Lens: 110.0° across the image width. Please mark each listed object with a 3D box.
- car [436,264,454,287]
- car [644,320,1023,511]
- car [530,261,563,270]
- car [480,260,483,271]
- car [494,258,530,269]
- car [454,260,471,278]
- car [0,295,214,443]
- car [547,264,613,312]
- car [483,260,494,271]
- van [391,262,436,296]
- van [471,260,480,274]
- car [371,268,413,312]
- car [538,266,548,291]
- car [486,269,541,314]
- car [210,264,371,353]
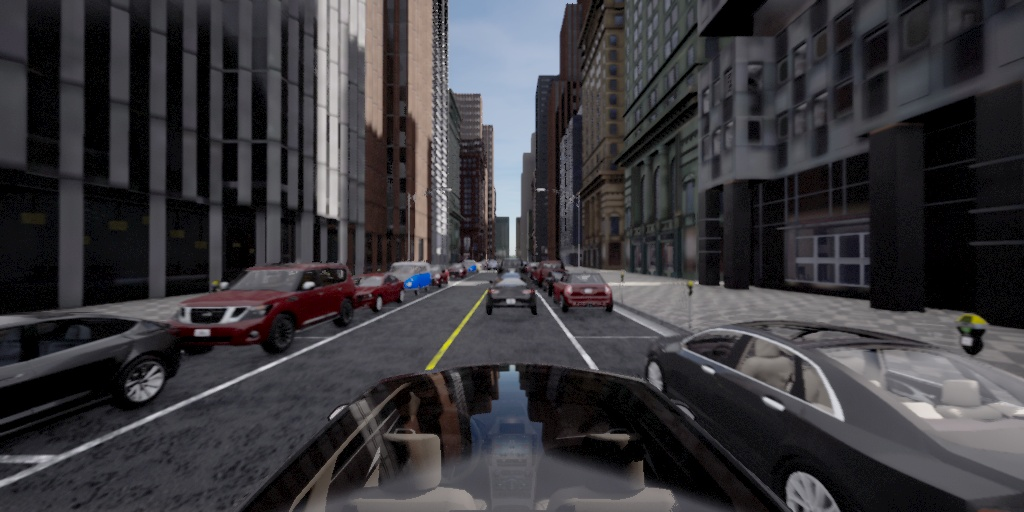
[{"bbox_3d":[-5.770,1.394,26.099,1.967,1.591,4.097,0,0,0],"label":"car"},{"bbox_3d":[2.762,1.316,3.566,2.007,1.370,4.403,0,0,0],"label":"car"},{"bbox_3d":[2.755,1.269,26.111,2.192,1.841,5.009,0,0,0],"label":"car"},{"bbox_3d":[-5.779,1.717,54.111,1.751,1.417,4.829,0,0,0],"label":"car"},{"bbox_3d":[0.025,1.195,28.106,2.150,2.045,5.566,0,0,1],"label":"car"},{"bbox_3d":[-5.774,1.489,37.372,1.967,1.591,4.097,0,0,0],"label":"car"},{"bbox_3d":[-5.763,1.331,3.552,1.948,1.339,4.313,0,0,0],"label":"car"},{"bbox_3d":[2.759,1.300,14.838,1.967,1.591,4.097,0,0,0],"label":"car"},{"bbox_3d":[-3.072,1.778,58.660,2.033,1.411,5.357,0,0,1],"label":"car"},{"bbox_3d":[-5.768,1.248,20.462,1.690,1.789,3.998,0,0,0],"label":"van"},{"bbox_3d":[-5.778,1.485,48.644,1.690,1.789,3.998,0,0,0],"label":"van"},{"bbox_3d":[-5.766,1.405,14.825,1.888,1.381,4.507,0,0,0],"label":"car"},{"bbox_3d":[2.757,1.473,20.474,1.948,1.339,4.313,0,0,0],"label":"car"},{"bbox_3d":[0.036,1.381,14.196,1.812,1.442,4.674,0,-1,2],"label":"car"},{"bbox_3d":[-5.765,1.127,9.188,2.192,1.841,5.009,0,0,0],"label":"car"}]
